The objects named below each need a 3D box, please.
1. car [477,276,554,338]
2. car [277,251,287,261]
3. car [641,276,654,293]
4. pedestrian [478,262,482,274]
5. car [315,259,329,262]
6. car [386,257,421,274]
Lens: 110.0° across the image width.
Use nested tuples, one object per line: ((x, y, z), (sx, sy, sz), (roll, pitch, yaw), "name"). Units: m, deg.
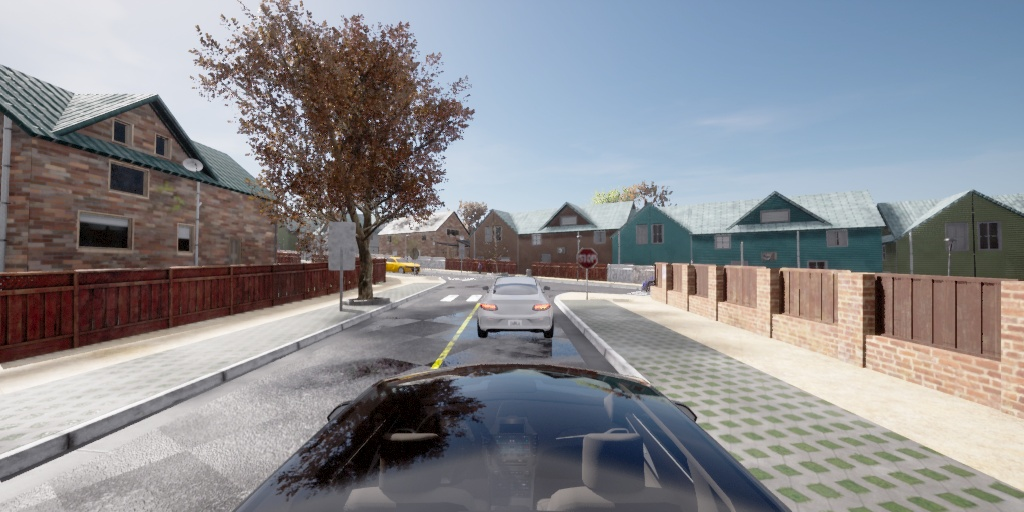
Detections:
((0.116, 1.280, 10.066), (1.812, 1.442, 4.674), (0, 0, 1), "car")
((-28.562, 0.184, 44.478), (5.008, 1.535, 1.882), (3, 0, 34), "car")
((10.667, 1.619, 22.829), (4.553, 1.767, 2.097), (2, 0, 26), "car")
((-3.147, 1.122, 35.458), (0.375, 1.300, 0.375), (-1, -5, 32), "pedestrian")
((-19.370, 0.650, 38.700), (4.718, 1.301, 1.895), (2, 0, 32), "car")
((-10.634, 0.862, 33.233), (5.008, 1.535, 1.882), (2, 0, 32), "car")
